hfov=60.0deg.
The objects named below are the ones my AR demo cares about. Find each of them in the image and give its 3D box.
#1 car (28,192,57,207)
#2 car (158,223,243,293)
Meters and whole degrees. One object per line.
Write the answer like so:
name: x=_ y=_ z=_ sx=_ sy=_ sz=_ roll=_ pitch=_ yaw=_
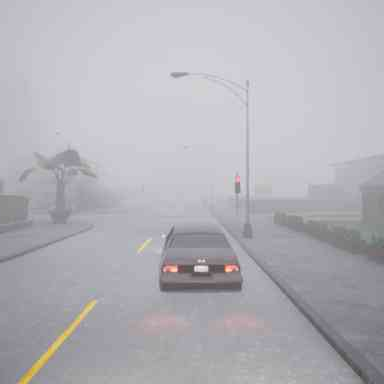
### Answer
car: x=-19.758 y=0.968 z=43.903 sx=1.905 sy=1.878 sz=3.866 roll=0 pitch=0 yaw=35
car: x=0.114 y=1.544 z=8.988 sx=2.033 sy=1.411 sz=5.357 roll=0 pitch=0 yaw=-2
